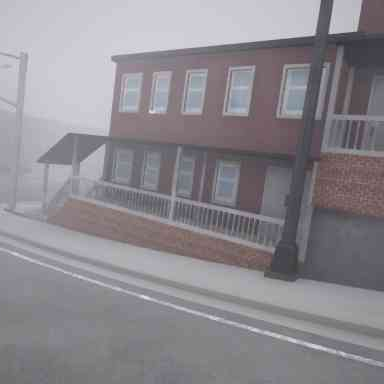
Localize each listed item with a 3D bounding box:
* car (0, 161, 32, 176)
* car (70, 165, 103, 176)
[{"bbox_3d":[-18.514,-2.387,32.874,1.895,1.301,4.718,11,7,35],"label":"car"},{"bbox_3d":[-14.052,-2.941,44.979,1.895,1.301,4.718,11,7,35],"label":"car"}]
